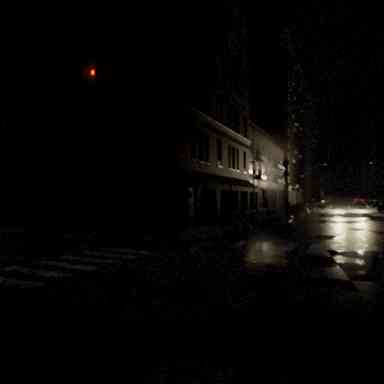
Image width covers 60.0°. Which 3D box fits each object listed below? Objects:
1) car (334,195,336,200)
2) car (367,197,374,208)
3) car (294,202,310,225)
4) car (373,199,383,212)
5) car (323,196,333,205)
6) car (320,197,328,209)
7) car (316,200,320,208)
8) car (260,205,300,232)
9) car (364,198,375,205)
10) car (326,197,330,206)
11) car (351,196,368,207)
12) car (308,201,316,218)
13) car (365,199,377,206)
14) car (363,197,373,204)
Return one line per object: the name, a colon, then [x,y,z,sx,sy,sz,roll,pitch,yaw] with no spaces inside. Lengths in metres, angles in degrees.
car: [33.446,2.018,81.507,1.967,1.590,4.097,0,0,25]
car: [29.568,1.906,52.851,2.008,1.369,4.403,0,0,25]
car: [7.883,1.767,26.318,1.947,1.339,4.313,0,0,25]
car: [24.919,1.853,42.814,1.947,1.339,4.313,0,0,25]
car: [26.474,2.042,66.455,1.947,1.339,4.313,0,0,25]
car: [19.431,1.899,51.250,1.752,1.417,4.829,0,0,25]
car: [12.531,1.816,36.352,1.887,1.381,4.507,0,0,25]
car: [5.559,1.747,21.301,1.802,1.307,4.206,0,0,25]
car: [38.866,2.056,72.925,1.947,1.339,4.313,0,0,25]
car: [21.826,1.975,56.421,1.947,1.339,4.313,0,0,25]
car: [29.530,1.931,58.871,1.812,1.442,4.674,0,-1,25]
car: [10.207,1.787,31.335,2.008,1.369,4.403,0,0,25]
car: [36.541,2.038,67.906,1.802,1.307,4.206,0,0,25]
car: [41.191,1.965,77.943,1.967,1.590,4.097,0,0,25]
